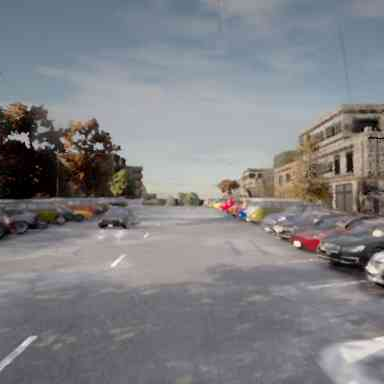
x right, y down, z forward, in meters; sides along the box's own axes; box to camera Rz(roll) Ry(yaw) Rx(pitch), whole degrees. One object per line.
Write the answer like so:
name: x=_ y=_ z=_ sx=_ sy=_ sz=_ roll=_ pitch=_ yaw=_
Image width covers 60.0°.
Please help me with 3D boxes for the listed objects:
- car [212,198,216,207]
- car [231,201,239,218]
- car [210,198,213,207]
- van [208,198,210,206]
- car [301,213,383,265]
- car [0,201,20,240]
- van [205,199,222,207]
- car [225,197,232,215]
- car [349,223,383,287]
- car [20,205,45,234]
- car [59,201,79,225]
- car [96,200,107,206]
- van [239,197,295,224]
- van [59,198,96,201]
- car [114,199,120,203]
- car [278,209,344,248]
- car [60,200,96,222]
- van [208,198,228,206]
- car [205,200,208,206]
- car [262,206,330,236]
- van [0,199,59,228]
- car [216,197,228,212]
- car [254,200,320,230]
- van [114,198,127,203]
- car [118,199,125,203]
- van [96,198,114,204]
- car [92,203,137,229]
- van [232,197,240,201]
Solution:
car: x=6.391 y=2.086 z=51.973 sx=5.366 sy=1.575 sz=1.946 roll=1 pitch=-1 yaw=-20
car: x=6.304 y=1.772 z=28.443 sx=5.008 sy=1.535 sz=2.097 roll=1 pitch=-1 yaw=-20
car: x=6.369 y=2.174 z=57.834 sx=5.366 sy=1.575 sz=1.946 roll=1 pitch=-1 yaw=-20
van: x=6.059 y=2.035 z=63.595 sx=4.442 sy=1.987 sz=1.878 roll=1 pitch=-1 yaw=-20
car: x=6.390 y=1.589 z=10.837 sx=4.892 sy=1.521 sz=2.231 roll=1 pitch=0 yaw=-20
car: x=-11.431 y=1.537 z=16.652 sx=4.553 sy=1.767 sz=2.185 roll=-1 pitch=0 yaw=-20
van: x=5.983 y=3.173 z=92.959 sx=4.442 sy=1.987 sz=1.878 roll=2 pitch=-5 yaw=-21
car: x=6.259 y=1.716 z=34.303 sx=4.553 sy=1.767 sz=2.185 roll=1 pitch=-1 yaw=-20
car: x=6.394 y=1.598 z=7.906 sx=4.674 sy=1.452 sz=2.002 roll=1 pitch=0 yaw=-20
car: x=-11.496 y=1.723 z=19.573 sx=4.792 sy=1.488 sz=2.163 roll=-1 pitch=0 yaw=-20
car: x=-11.484 y=1.757 z=25.472 sx=4.892 sy=1.521 sz=2.231 roll=-1 pitch=0 yaw=-20
car: x=-11.522 y=1.900 z=34.301 sx=4.674 sy=1.452 sz=2.002 roll=-1 pitch=0 yaw=-20
van: x=6.218 y=1.511 z=25.467 sx=4.442 sy=1.987 sz=1.878 roll=1 pitch=0 yaw=-20
van: x=-11.627 y=1.601 z=31.320 sx=4.442 sy=1.987 sz=1.878 roll=-1 pitch=0 yaw=-20
car: x=-11.552 y=1.978 z=40.194 sx=4.674 sy=1.452 sz=2.002 roll=-1 pitch=-1 yaw=-20
car: x=6.341 y=1.646 z=13.762 sx=4.792 sy=1.488 sz=2.163 roll=1 pitch=0 yaw=-20
car: x=-11.330 y=1.785 z=28.483 sx=5.366 sy=1.575 sz=1.946 roll=-1 pitch=-1 yaw=-20
van: x=6.158 y=2.371 z=78.345 sx=4.442 sy=1.987 sz=1.878 roll=2 pitch=-3 yaw=-21
car: x=5.973 y=2.301 z=66.507 sx=5.366 sy=1.575 sz=1.946 roll=1 pitch=-1 yaw=-20
car: x=6.363 y=1.647 z=16.709 sx=4.892 sy=1.521 sz=2.231 roll=1 pitch=0 yaw=-20
van: x=-11.589 y=1.500 z=22.485 sx=4.442 sy=1.987 sz=1.878 roll=-1 pitch=0 yaw=-20
car: x=6.293 y=1.668 z=40.191 sx=5.566 sy=2.045 sz=2.435 roll=1 pitch=-1 yaw=-20
car: x=6.377 y=1.551 z=19.651 sx=4.553 sy=1.767 sz=2.185 roll=1 pitch=0 yaw=-20
van: x=-11.684 y=1.795 z=46.039 sx=4.442 sy=1.987 sz=1.878 roll=-1 pitch=-1 yaw=-20
car: x=-11.566 y=2.018 z=43.139 sx=4.674 sy=1.452 sz=2.002 roll=-1 pitch=-1 yaw=-20
van: x=-11.434 y=1.672 z=37.297 sx=4.442 sy=1.987 sz=1.878 roll=-1 pitch=-1 yaw=-20
car: x=-5.187 y=1.793 z=23.790 sx=2.033 sy=1.411 sz=5.357 roll=0 pitch=-1 yaw=0
van: x=6.409 y=1.583 z=31.423 sx=4.442 sy=1.987 sz=1.878 roll=1 pitch=-1 yaw=-20
